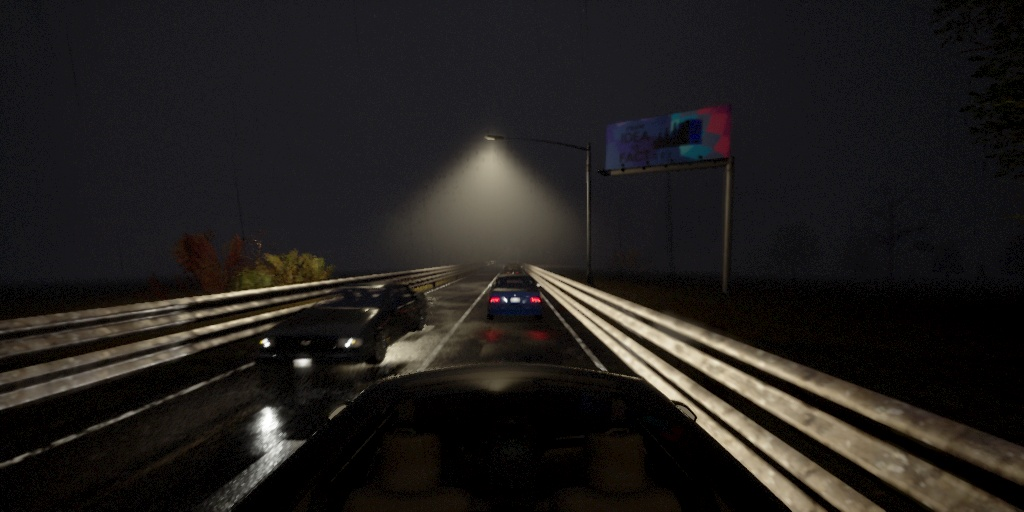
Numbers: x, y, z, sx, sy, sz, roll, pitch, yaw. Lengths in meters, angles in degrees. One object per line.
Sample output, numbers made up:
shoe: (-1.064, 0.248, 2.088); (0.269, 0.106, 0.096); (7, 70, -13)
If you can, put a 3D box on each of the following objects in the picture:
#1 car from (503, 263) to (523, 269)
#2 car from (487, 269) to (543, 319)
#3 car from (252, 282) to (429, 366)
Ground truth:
car: (0.090, 1.481, 38.082); (1.837, 1.490, 4.892); (0, 0, 0)
car: (0.095, 1.369, 13.142); (2.033, 1.411, 5.357); (0, 0, 0)
car: (-3.350, 1.339, 8.407); (2.033, 1.411, 5.357); (0, 0, 0)
